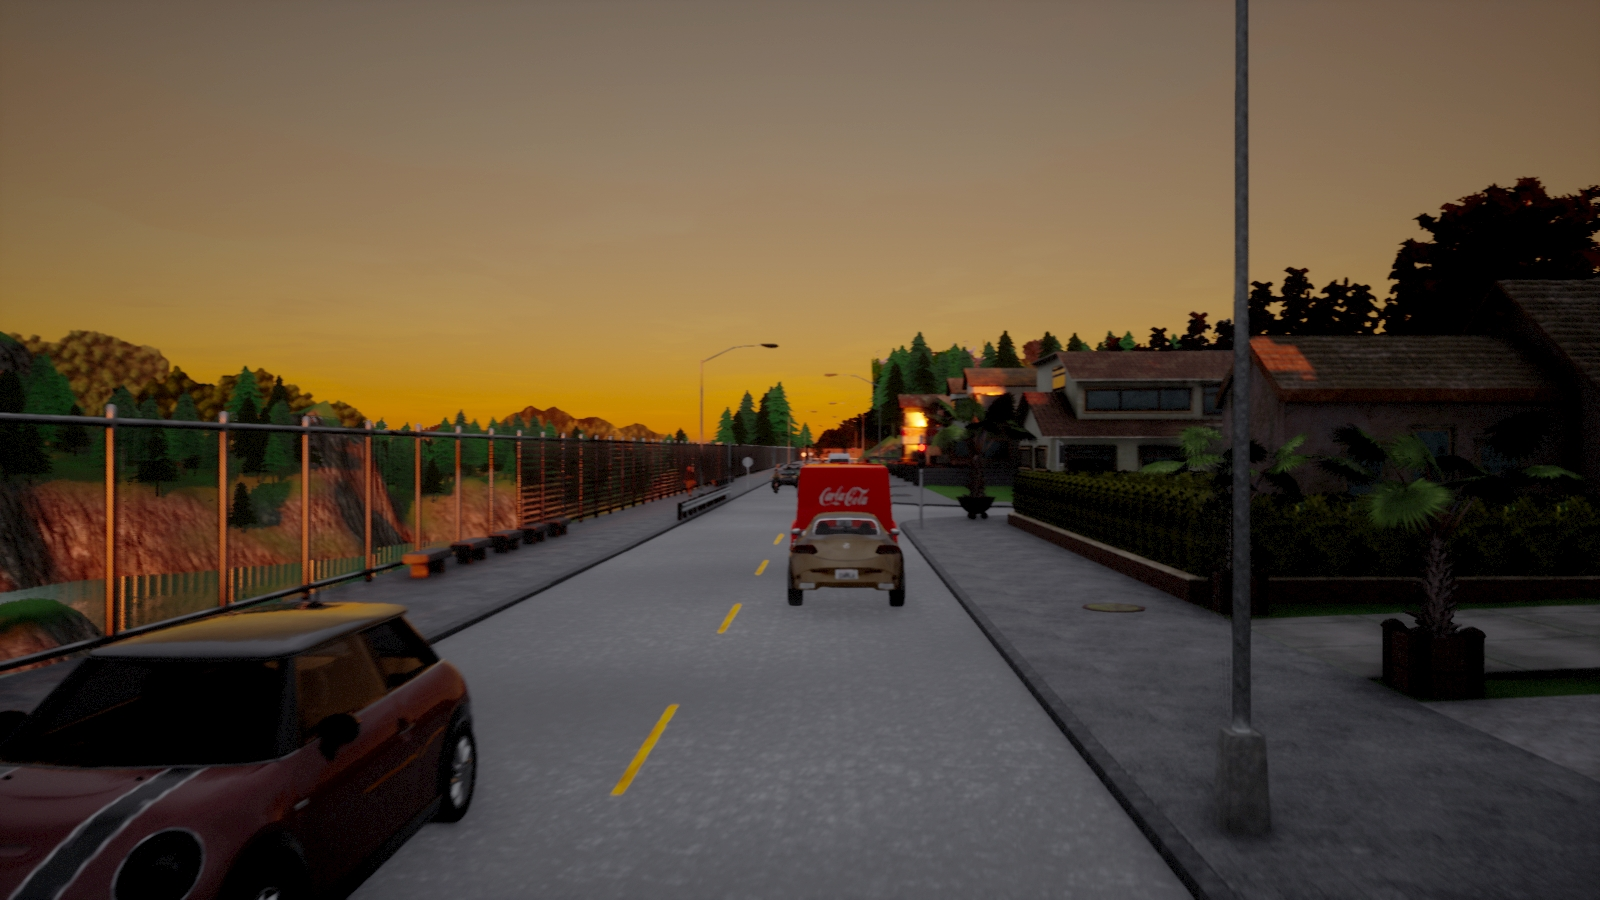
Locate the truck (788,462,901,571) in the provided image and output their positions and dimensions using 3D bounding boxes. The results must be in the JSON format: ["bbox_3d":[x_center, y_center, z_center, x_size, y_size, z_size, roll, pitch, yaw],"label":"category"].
[{"bbox_3d":[1.113,1.568,29.061,2.627,2.467,5.204,0,0,2],"label":"truck"}]

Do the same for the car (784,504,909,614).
[{"bbox_3d":[0.883,1.992,22.144,2.152,1.651,5.027,0,0,2],"label":"car"}]

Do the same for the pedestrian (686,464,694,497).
[{"bbox_3d":[-6.244,1.739,64.853,0.375,1.860,0.375,0,0,5],"label":"pedestrian"}]

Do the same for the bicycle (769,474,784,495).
[{"bbox_3d":[-1.489,2.155,71.618,0.859,1.276,1.487,0,0,2],"label":"bicycle"}]

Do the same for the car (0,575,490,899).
[{"bbox_3d":[-3.617,1.903,6.974,2.097,1.767,4.553,0,0,2],"label":"car"}]
